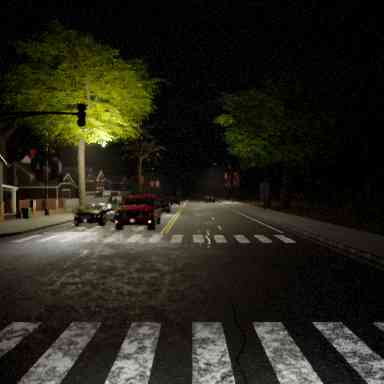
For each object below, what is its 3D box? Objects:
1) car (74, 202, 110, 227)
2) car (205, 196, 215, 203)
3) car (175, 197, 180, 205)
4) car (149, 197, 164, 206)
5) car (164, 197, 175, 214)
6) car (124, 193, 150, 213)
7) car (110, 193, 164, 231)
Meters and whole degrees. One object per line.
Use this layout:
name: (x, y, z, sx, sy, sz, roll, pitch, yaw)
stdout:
car: (-6.493, 1.484, 22.731, 2.128, 1.511, 4.902, 0, 0, 1)
car: (3.687, 1.503, 67.625, 1.837, 1.490, 4.892, 0, 0, 1)
car: (-2.974, 1.542, 57.138, 2.033, 1.411, 5.357, 0, 0, 1)
car: (-6.209, 1.584, 58.245, 2.033, 1.411, 5.357, 0, 0, 0)
car: (-3.172, 1.490, 35.260, 1.837, 1.490, 4.892, 0, 2, 0)
car: (-6.395, 1.207, 39.332, 2.150, 2.045, 5.566, 0, 1, 1)
car: (-3.247, 1.216, 20.914, 2.150, 2.045, 5.566, 0, 0, 0)
